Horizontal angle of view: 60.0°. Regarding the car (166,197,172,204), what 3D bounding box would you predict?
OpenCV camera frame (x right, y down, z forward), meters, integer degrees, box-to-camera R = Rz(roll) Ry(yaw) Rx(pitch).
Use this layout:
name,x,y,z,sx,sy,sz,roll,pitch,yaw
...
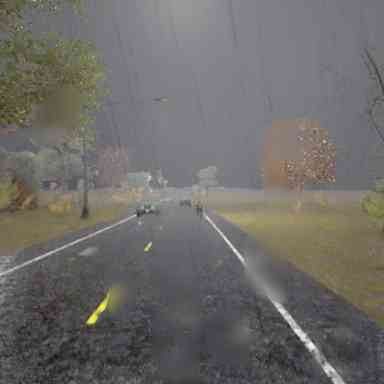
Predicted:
name,x,y,z,sx,sy,sz,roll,pitch,yaw
car,-5.270,1.756,72.625,2.128,1.511,4.902,0,0,-2

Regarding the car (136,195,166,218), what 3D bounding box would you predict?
name,x,y,z,sx,sy,sz,roll,pitch,yaw
car,-4.002,1.333,32.225,2.150,2.045,5.566,0,0,-1

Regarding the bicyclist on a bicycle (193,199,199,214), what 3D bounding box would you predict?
name,x,y,z,sx,sy,sz,roll,pitch,yaw
bicyclist on a bicycle,0.458,1.573,36.142,0.582,1.620,1.656,0,0,-2

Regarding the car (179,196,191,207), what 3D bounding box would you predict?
name,x,y,z,sx,sy,sz,roll,pitch,yaw
car,-1.089,1.690,56.051,1.837,1.490,4.892,0,0,-2

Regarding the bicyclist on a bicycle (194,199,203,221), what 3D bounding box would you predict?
name,x,y,z,sx,sy,sz,roll,pitch,yaw
bicyclist on a bicycle,0.670,1.544,27.128,0.582,1.620,1.656,0,0,-1

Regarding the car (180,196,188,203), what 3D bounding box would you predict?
name,x,y,z,sx,sy,sz,roll,pitch,yaw
car,-1.844,1.741,74.705,1.837,1.490,4.892,0,0,-2
